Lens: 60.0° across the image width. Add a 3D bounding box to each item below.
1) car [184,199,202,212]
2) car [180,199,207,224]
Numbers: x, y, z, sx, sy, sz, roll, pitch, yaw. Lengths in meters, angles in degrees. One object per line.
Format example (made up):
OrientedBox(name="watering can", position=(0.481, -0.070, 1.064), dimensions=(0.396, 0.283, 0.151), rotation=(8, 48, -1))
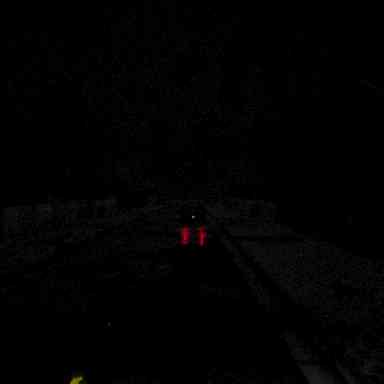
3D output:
OrientedBox(name="car", position=(0.105, 1.668, 43.167), dimensions=(2.128, 1.511, 4.902), rotation=(0, -1, 0))
OrientedBox(name="car", position=(0.096, 1.553, 25.683), dimensions=(2.128, 1.511, 4.902), rotation=(0, 0, 0))
